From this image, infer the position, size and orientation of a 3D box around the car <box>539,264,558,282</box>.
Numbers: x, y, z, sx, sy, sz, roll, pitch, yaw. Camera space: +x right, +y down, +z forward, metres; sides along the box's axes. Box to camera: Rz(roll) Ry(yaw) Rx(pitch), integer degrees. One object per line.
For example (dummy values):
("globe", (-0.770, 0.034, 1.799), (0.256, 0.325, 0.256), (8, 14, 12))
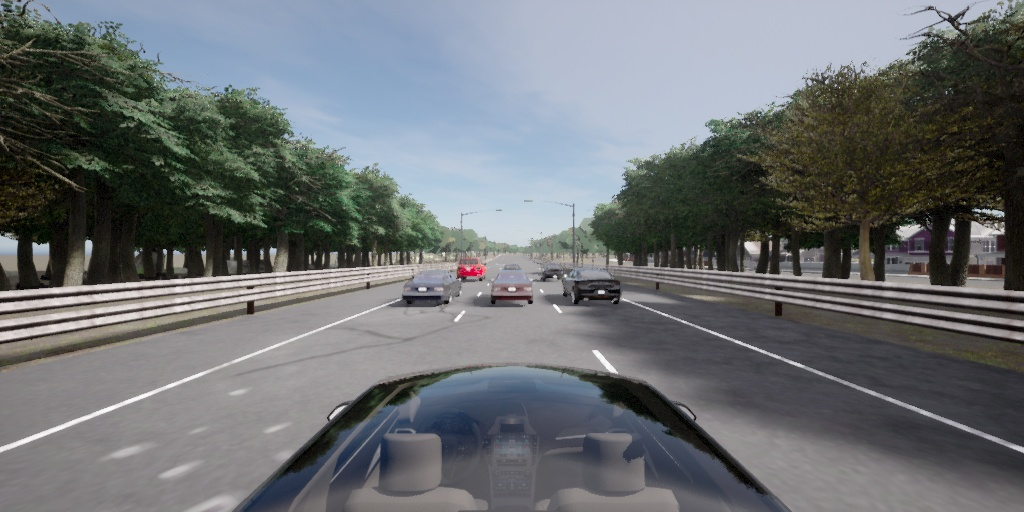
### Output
("car", (3.500, 1.452, 31.511), (1.837, 1.490, 4.892), (0, -1, 0))

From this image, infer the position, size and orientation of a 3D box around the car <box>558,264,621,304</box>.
("car", (3.500, 1.281, 16.506), (1.882, 1.535, 5.008), (0, 0, 0))

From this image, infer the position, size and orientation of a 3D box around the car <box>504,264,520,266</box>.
("car", (0.000, 1.451, 31.511), (1.837, 1.490, 4.892), (0, -1, 0))

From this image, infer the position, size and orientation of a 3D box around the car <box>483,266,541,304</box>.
("car", (0.000, 1.359, 16.505), (2.033, 1.411, 5.357), (0, 0, 0))

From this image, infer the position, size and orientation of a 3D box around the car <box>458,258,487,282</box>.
("car", (-3.500, 1.193, 31.542), (2.150, 2.045, 5.566), (0, -1, 0))

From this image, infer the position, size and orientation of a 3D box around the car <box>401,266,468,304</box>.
("car", (-3.500, 1.359, 16.505), (2.033, 1.411, 5.357), (0, 0, 0))
